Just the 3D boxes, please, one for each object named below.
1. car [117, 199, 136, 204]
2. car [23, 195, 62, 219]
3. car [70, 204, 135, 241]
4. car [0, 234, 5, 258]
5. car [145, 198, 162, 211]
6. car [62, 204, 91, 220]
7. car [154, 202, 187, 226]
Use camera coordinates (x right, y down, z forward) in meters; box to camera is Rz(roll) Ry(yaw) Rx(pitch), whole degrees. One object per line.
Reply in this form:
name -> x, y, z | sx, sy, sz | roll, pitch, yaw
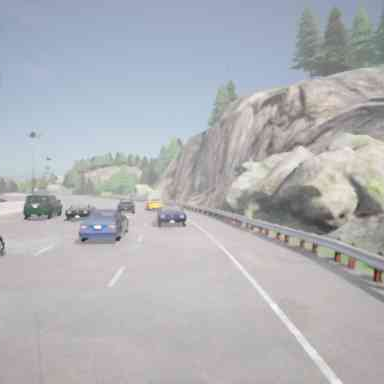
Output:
car -> -7.366, 1.512, 37.203 | 2.128, 1.511, 4.902 | 0, 0, -11
car -> -12.982, 1.253, 29.246 | 2.150, 2.045, 5.566 | 0, 0, -9
car -> -4.289, 1.559, 16.789 | 2.033, 1.411, 5.357 | 0, 0, -5
car -> -7.294, 1.543, 9.592 | 1.812, 1.442, 4.674 | 0, 0, -3
car -> -4.703, 1.493, 41.474 | 1.882, 1.535, 5.008 | 0, 0, -12
car -> -9.249, 1.624, 28.081 | 1.895, 1.301, 4.718 | 0, 0, -9
car -> -1.529, 1.607, 23.468 | 1.895, 1.301, 4.718 | 0, 0, -7
